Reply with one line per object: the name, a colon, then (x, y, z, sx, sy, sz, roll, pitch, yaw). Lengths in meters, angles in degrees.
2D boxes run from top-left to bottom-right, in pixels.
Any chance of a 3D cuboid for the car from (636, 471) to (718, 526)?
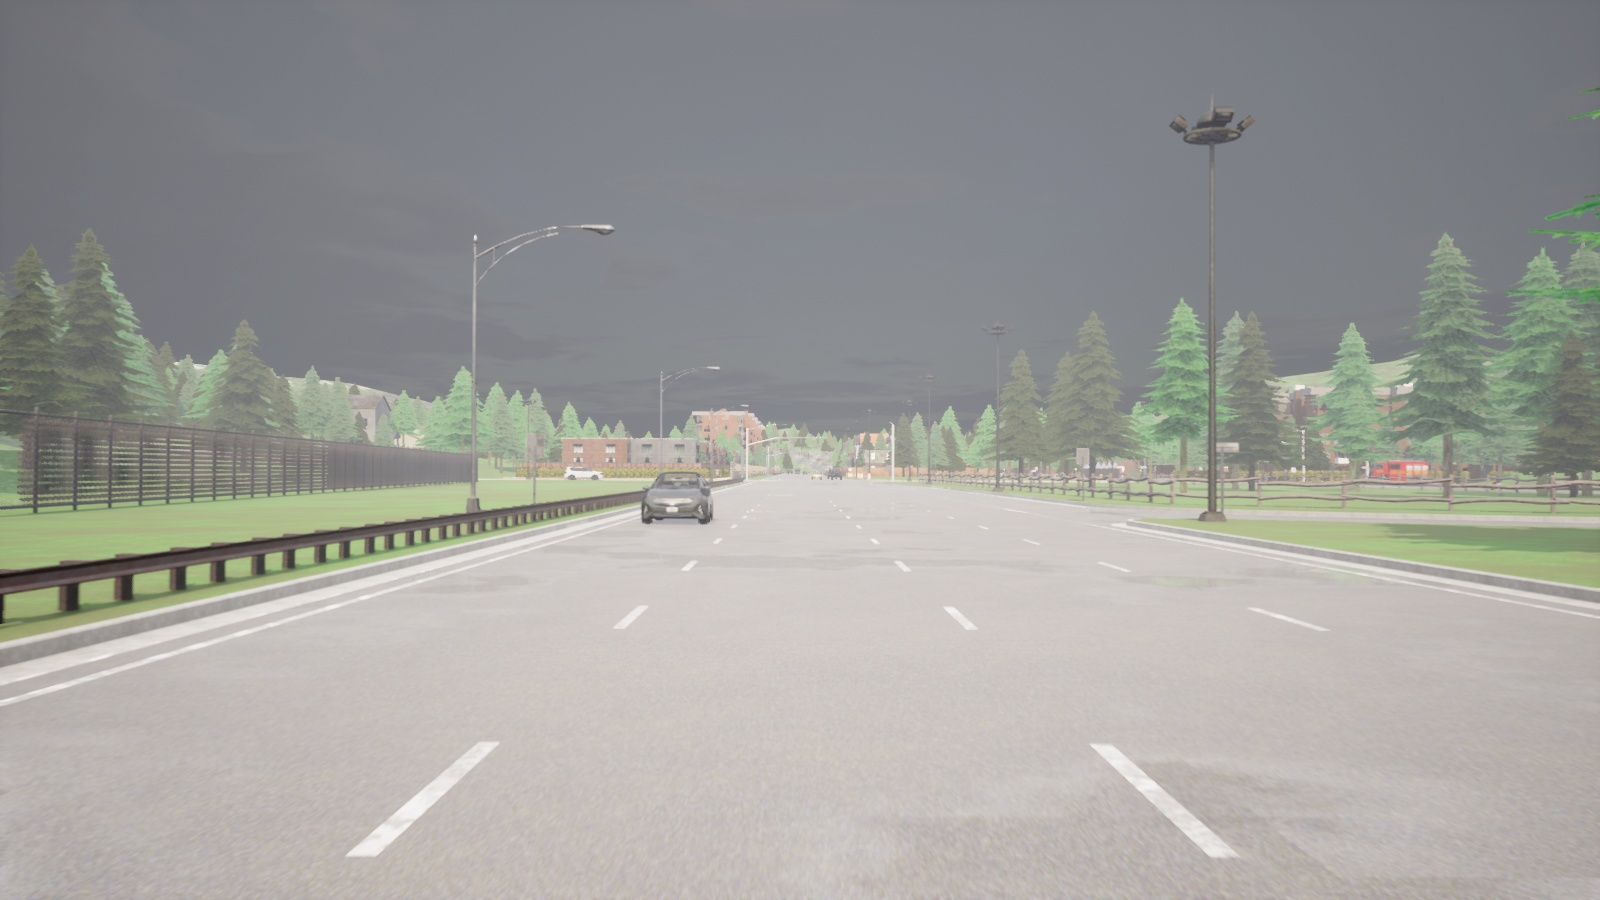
car: (-3.591, 1.402, 37.417, 2.007, 1.525, 4.514, 0, -1, 0)
